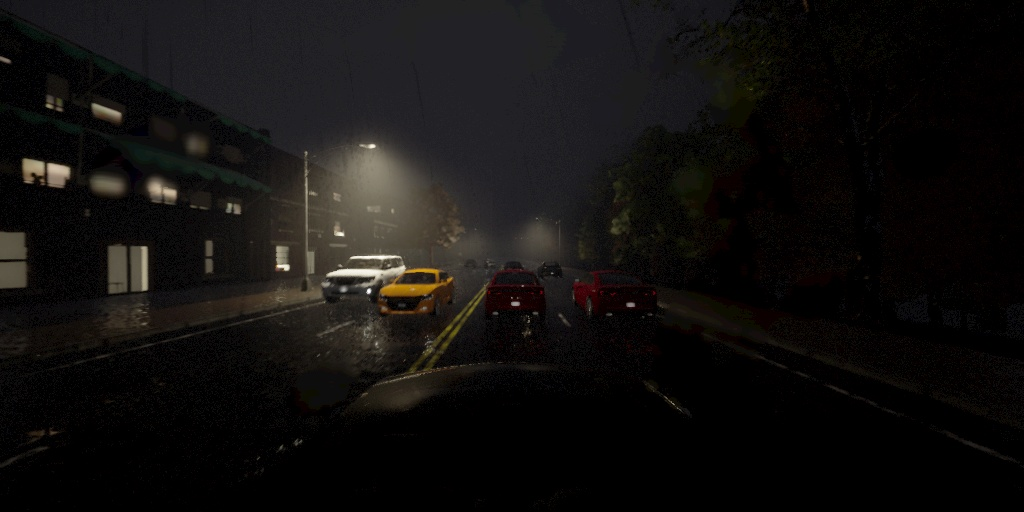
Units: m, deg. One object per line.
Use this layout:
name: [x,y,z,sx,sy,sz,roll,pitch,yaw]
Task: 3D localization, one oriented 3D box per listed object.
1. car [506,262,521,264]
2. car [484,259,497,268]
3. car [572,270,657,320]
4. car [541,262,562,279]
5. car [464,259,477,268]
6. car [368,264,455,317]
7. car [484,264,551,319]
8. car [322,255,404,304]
car: [0.111,1.249,32.620,1.837,1.490,4.892,0,0,0]
car: [-3.453,1.231,57.403,2.128,1.511,4.902,0,0,0]
car: [3.354,1.226,12.593,1.882,1.535,5.008,0,0,0]
car: [3.361,1.236,32.276,2.128,1.511,4.902,0,0,0]
car: [-6.712,1.267,58.509,1.812,1.442,4.674,0,0,0]
car: [-3.346,1.226,13.390,1.882,1.535,5.008,0,0,0]
car: [0.104,1.226,12.801,1.882,1.535,5.008,0,0,0]
car: [-6.593,0.969,16.805,2.150,2.045,5.566,0,0,0]
